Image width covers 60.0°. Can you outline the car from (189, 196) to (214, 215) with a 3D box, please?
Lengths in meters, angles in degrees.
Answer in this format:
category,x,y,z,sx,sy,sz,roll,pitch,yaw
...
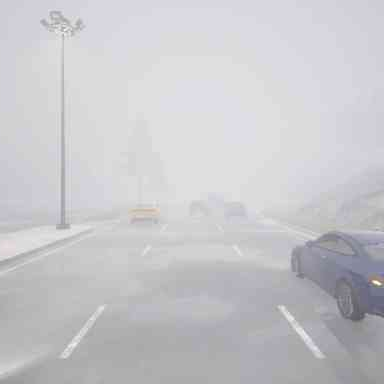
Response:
category,x,y,z,sx,sy,sz,roll,pitch,yaw
car,0.909,1.505,34.211,1.837,1.490,4.892,0,0,9

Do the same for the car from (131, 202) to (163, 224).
category,x,y,z,sx,sy,sz,roll,pitch,yaw
car,-3.329,1.477,25.155,1.882,1.535,5.008,0,0,1

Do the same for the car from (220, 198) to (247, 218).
category,x,y,z,sx,sy,sz,roll,pitch,yaw
car,3.846,1.547,29.956,2.033,1.411,5.357,0,0,3

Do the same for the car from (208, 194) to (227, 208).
category,x,y,z,sx,sy,sz,roll,pitch,yaw
car,3.386,1.221,44.391,2.150,2.045,5.566,0,0,16

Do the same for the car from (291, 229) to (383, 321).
category,x,y,z,sx,sy,sz,roll,pitch,yaw
car,3.599,1.525,7.155,1.812,1.442,4.674,0,0,0
